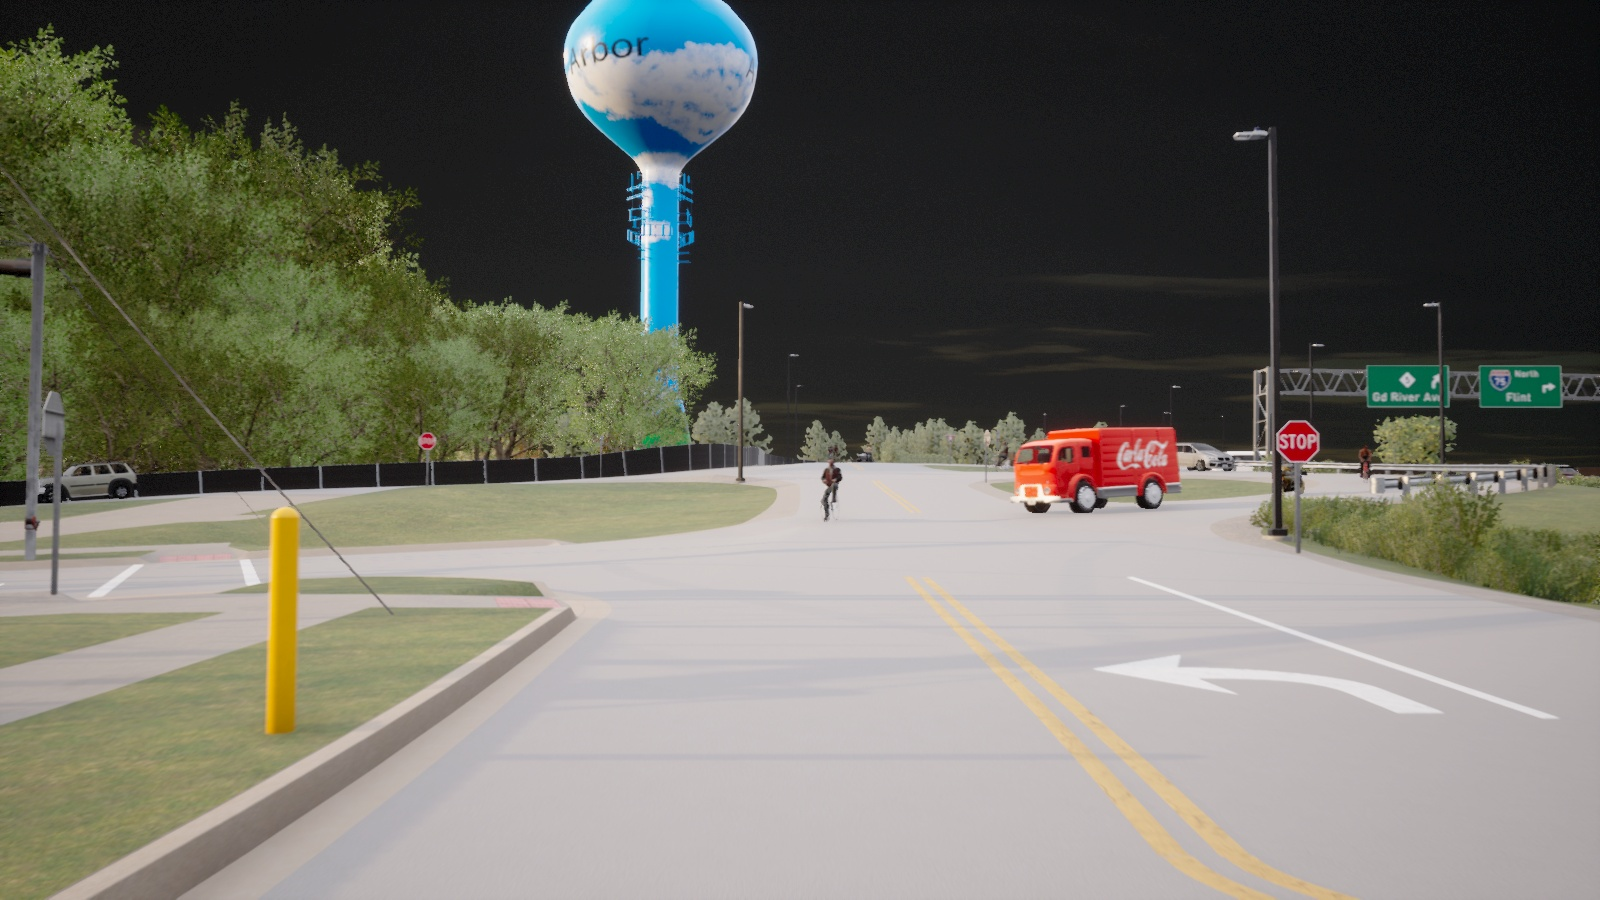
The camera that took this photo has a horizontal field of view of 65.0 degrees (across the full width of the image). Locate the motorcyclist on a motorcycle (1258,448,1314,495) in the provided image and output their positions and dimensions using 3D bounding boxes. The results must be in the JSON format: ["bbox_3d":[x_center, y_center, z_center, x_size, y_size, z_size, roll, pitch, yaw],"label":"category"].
[{"bbox_3d":[17.044,0.752,44.000,2.191,1.530,0.866,-2,-1,-42],"label":"motorcyclist on a motorcycle"}]

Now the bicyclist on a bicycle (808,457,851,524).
[{"bbox_3d":[0.824,1.098,34.645,0.659,1.776,1.843,-1,0,17],"label":"bicyclist on a bicycle"}]

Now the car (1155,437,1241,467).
[{"bbox_3d":[22.995,0.140,72.810,2.242,1.667,4.611,0,0,-24],"label":"car"}]

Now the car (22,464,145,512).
[{"bbox_3d":[-33.898,1.792,59.491,4.605,1.855,1.932,-5,2,-45],"label":"car"}]

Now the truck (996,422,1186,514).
[{"bbox_3d":[8.763,0.532,37.683,5.204,2.467,2.627,-2,-1,-34],"label":"truck"}]
